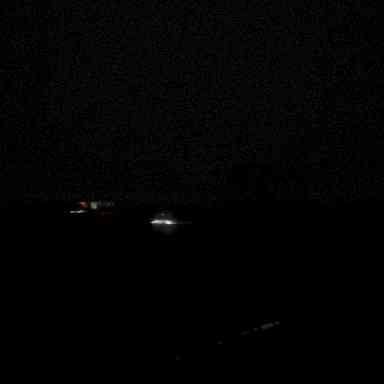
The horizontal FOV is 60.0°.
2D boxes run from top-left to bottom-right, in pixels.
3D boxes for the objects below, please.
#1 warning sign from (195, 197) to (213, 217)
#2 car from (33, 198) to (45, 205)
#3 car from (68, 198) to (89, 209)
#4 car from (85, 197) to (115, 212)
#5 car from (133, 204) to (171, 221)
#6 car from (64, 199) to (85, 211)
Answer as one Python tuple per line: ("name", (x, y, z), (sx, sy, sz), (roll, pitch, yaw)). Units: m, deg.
("warning sign", (1.187, 1.392, 32.075), (1.300, 1.860, 1.060), (2, -1, -36))
("car", (-38.855, 2.433, 84.540), (2.097, 1.767, 4.553), (1, -1, -36))
("car", (-19.143, 1.962, 55.821), (2.097, 1.767, 4.553), (1, -1, -36))
("car", (-12.864, 1.701, 47.261), (2.150, 2.045, 5.566), (1, -1, -35))
("car", (-3.645, 1.759, 29.677), (1.994, 1.385, 4.181), (1, -1, -36))
("car", (-17.664, 2.031, 49.089), (2.033, 1.411, 5.357), (1, -1, -36))
